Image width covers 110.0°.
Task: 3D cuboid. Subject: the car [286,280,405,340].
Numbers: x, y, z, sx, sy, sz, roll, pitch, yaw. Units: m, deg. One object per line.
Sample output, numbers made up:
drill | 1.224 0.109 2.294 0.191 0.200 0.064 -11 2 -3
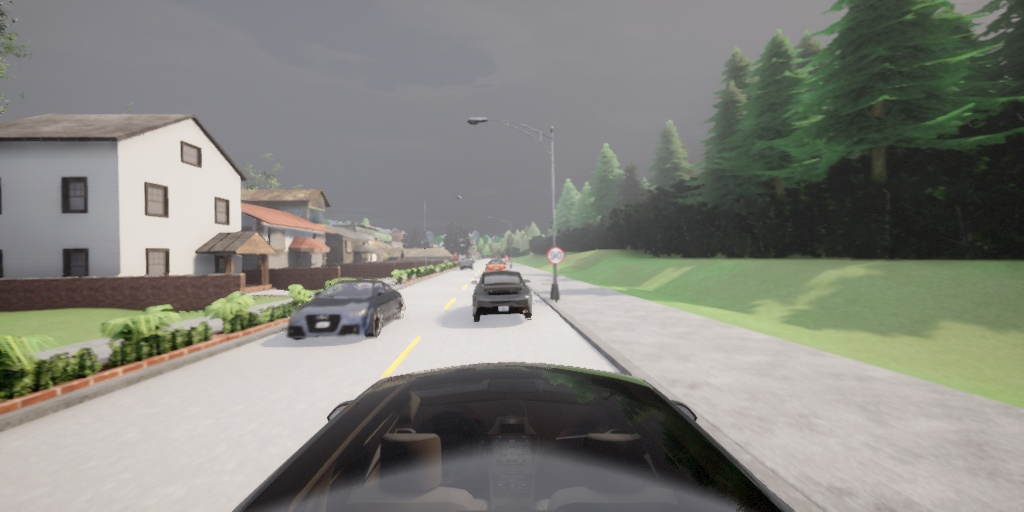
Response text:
car | -4.461 1.396 10.250 1.994 1.385 4.181 -1 0 -3

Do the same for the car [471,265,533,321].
car | -0.377 1.258 12.652 1.837 1.490 4.892 -1 0 -3

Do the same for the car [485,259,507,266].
car | -1.583 1.120 35.538 2.097 1.767 4.553 -1 0 -3

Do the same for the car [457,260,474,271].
car | -6.671 1.366 53.156 1.837 1.490 4.892 -1 0 -3
